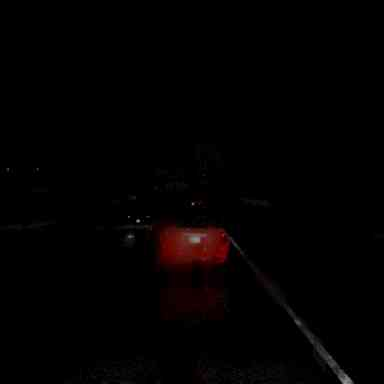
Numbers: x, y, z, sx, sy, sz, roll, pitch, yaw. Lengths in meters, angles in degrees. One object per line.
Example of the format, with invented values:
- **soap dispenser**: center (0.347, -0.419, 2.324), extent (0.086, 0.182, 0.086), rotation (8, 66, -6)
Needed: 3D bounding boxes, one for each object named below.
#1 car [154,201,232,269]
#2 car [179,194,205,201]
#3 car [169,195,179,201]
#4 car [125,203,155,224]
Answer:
- **car**: center (0.090, 1.353, 11.362), extent (2.097, 1.767, 4.553), rotation (0, 0, 0)
- **car**: center (0.099, 1.200, 34.027), extent (2.150, 2.045, 5.566), rotation (0, 0, 0)
- **car**: center (-3.512, 1.270, 66.461), extent (1.882, 1.535, 5.008), rotation (0, 1, 0)
- **car**: center (-3.600, 1.547, 24.895), extent (2.033, 1.411, 5.357), rotation (0, 0, 0)
